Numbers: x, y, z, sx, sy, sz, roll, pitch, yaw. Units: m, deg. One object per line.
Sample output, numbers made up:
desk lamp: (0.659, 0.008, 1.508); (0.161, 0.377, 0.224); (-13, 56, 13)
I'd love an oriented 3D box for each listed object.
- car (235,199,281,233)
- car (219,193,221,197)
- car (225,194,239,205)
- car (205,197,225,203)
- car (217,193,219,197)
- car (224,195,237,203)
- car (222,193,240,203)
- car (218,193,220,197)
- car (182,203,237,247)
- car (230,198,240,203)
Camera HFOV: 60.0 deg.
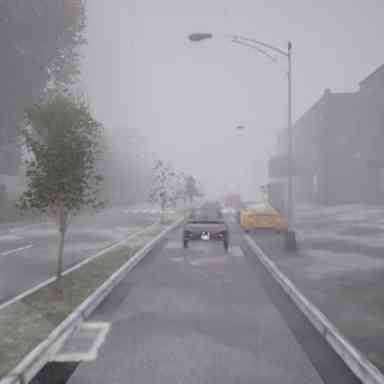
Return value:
car: (3.823, 1.427, 19.171); (2.097, 1.535, 5.008); (0, 0, 4)
car: (8.363, 1.287, 80.117); (2.163, 1.488, 4.792); (0, 0, 3)
car: (6.875, 1.207, 57.761); (2.185, 1.767, 4.553); (0, 0, 5)
car: (1.844, 1.486, 31.626); (1.994, 1.385, 4.181); (0, 0, 4)
car: (8.706, 1.240, 91.243); (2.163, 1.488, 4.792); (0, 0, 2)
car: (7.318, 1.316, 63.315); (2.231, 1.521, 4.892); (0, 0, 5)
car: (6.440, 1.097, 52.292); (2.435, 2.045, 5.566); (0, 0, 5)
car: (8.559, 1.275, 85.642); (2.002, 1.452, 4.674); (0, 0, 2)
car: (0.629, 1.445, 14.643); (2.128, 1.511, 4.902); (0, 0, 3)
car: (4.235, 1.446, 24.655); (2.163, 1.488, 4.792); (0, 0, 4)
